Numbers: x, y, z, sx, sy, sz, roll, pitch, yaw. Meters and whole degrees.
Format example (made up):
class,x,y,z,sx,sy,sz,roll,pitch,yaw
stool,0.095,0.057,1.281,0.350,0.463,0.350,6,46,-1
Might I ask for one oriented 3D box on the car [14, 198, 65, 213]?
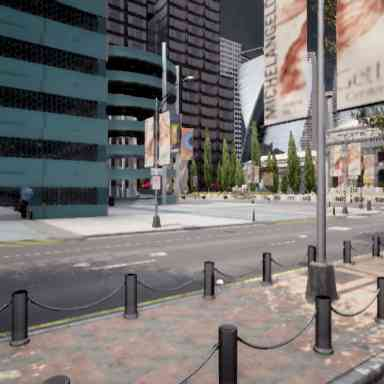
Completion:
class,x,y,z,sx,sy,sz,roll,pitch,yaw
car,-14.564,1.282,32.114,4.674,1.452,2.002,0,0,-36
